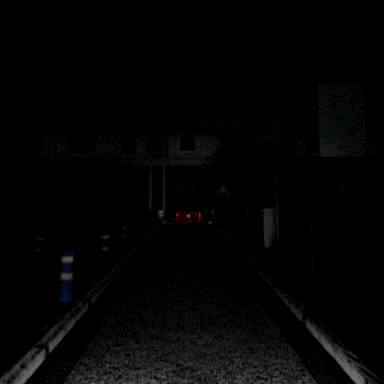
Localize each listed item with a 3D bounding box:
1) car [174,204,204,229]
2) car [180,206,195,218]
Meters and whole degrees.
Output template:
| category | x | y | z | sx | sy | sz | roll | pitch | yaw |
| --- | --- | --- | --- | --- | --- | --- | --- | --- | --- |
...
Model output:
| category | x | y | z | sx | sy | sz | roll | pitch | yaw |
| --- | --- | --- | --- | --- | --- | --- | --- | --- | --- |
| car | -0.259 | 1.704 | 24.675 | 2.097 | 1.767 | 4.553 | 0 | -2 | -1 |
| car | -0.574 | 2.578 | 42.843 | 1.882 | 1.535 | 5.008 | 0 | -3 | -1 |
